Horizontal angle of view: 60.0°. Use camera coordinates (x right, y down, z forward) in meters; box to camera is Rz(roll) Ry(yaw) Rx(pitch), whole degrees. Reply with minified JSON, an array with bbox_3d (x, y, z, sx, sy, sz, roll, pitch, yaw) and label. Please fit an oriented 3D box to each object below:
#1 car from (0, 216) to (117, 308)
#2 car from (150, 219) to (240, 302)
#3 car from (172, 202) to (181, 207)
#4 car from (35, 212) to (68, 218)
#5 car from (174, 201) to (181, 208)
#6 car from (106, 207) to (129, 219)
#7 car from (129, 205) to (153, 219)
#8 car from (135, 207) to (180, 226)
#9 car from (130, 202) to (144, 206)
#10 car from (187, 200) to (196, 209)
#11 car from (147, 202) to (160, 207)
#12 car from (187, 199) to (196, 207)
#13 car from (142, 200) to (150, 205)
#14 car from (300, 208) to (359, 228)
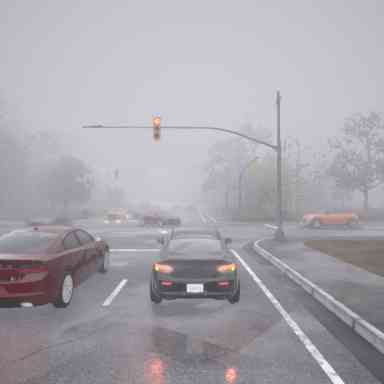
[{"bbox_3d":[-3.433,1.556,8.141,1.882,1.535,5.008,0,-1,0],"label":"car"},{"bbox_3d":[0.064,1.606,8.286,1.812,1.442,4.674,0,-1,0],"label":"car"},{"bbox_3d":[-3.653,3.358,76.996,1.895,1.301,4.718,0,0,0],"label":"car"},{"bbox_3d":[-10.649,2.212,25.263,2.033,1.411,5.357,0,-2,0],"label":"car"},{"bbox_3d":[-3.774,3.228,86.907,1.812,1.442,4.674,0,0,-4],"label":"car"},{"bbox_3d":[-10.691,3.033,47.055,1.882,1.535,5.008,0,-1,0],"label":"car"},{"bbox_3d":[-7.180,3.036,47.191,1.882,1.535,5.008,0,-1,1],"label":"car"},{"bbox_3d":[-2.917,2.338,29.754,1.882,1.535,5.008,1,-3,-36],"label":"car"},{"bbox_3d":[-10.687,3.157,60.666,2.097,1.767,4.553,0,0,0],"label":"car"},{"bbox_3d":[-0.154,3.305,77.298,1.994,1.385,4.181,0,0,0],"label":"car"},{"bbox_3d":[-7.160,3.313,65.949,2.128,1.511,4.902,0,0,0],"label":"car"},{"bbox_3d":[-0.265,2.895,87.032,2.097,1.767,4.553,0,0,-4],"label":"car"},{"bbox_3d":[-10.650,2.992,76.087,2.150,2.045,5.566,0,0,0],"label":"car"},{"bbox_3d":[11.753,2.164,28.687,4.553,1.767,2.097,0,-3,-2],"label":"car"}]
